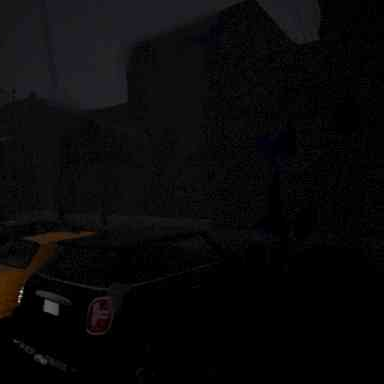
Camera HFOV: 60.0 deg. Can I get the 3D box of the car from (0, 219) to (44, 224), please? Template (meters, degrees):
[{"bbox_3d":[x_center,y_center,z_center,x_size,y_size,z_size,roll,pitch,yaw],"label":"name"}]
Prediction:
[{"bbox_3d":[-4.816,1.523,8.814,2.231,1.521,4.892,0,0,36],"label":"car"}]

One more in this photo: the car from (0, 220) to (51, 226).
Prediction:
[{"bbox_3d":[-2.451,1.505,7.342,1.946,1.575,5.366,0,0,36],"label":"car"}]

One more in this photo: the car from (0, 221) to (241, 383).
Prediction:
[{"bbox_3d":[-0.411,1.370,5.621,2.185,1.767,4.553,0,0,35],"label":"car"}]

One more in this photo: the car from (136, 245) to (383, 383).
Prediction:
[{"bbox_3d":[1.843,1.513,4.006,2.163,1.488,4.792,0,0,36],"label":"car"}]
